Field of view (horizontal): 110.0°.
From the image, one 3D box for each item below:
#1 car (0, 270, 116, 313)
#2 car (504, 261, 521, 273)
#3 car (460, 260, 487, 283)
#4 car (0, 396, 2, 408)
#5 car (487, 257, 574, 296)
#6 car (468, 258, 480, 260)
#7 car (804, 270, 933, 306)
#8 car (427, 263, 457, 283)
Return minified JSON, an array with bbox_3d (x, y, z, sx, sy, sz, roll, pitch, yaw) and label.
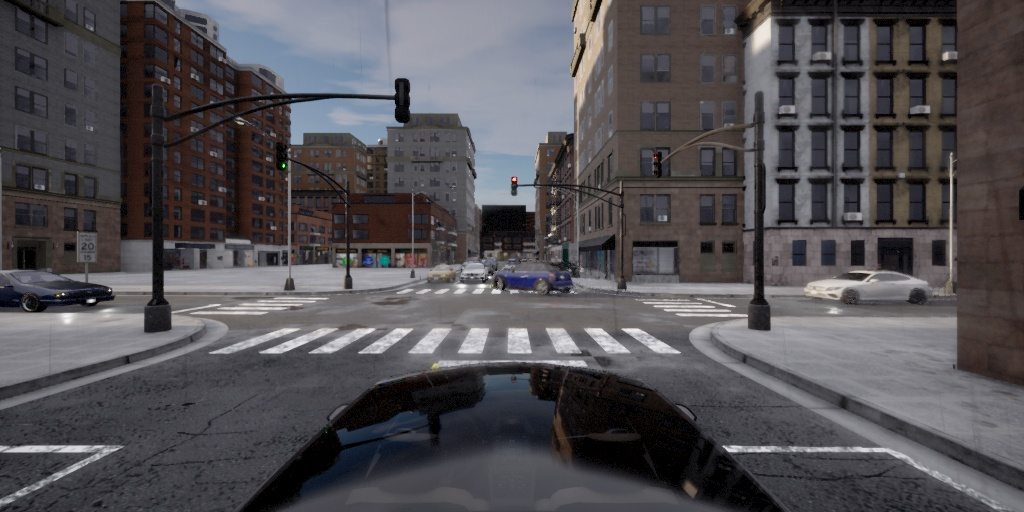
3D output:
[{"bbox_3d":[-17.810,1.215,12.912,5.357,1.411,2.033,0,0,0],"label":"car"},{"bbox_3d":[0.066,1.353,44.540,1.895,1.301,4.718,0,0,0],"label":"car"},{"bbox_3d":[-2.862,1.276,28.086,1.812,1.442,4.674,0,0,0],"label":"car"},{"bbox_3d":[-5.388,1.300,1.270,2.007,1.370,4.403,0,0,0],"label":"car"},{"bbox_3d":[1.062,1.103,19.704,4.553,1.767,2.097,0,0,44],"label":"car"},{"bbox_3d":[-5.413,1.302,45.101,2.007,1.370,4.403,0,0,0],"label":"car"},{"bbox_3d":[15.729,1.363,15.914,4.674,1.442,1.812,0,0,0],"label":"car"},{"bbox_3d":[-5.403,1.276,27.945,1.751,1.417,4.829,0,0,0],"label":"car"}]
